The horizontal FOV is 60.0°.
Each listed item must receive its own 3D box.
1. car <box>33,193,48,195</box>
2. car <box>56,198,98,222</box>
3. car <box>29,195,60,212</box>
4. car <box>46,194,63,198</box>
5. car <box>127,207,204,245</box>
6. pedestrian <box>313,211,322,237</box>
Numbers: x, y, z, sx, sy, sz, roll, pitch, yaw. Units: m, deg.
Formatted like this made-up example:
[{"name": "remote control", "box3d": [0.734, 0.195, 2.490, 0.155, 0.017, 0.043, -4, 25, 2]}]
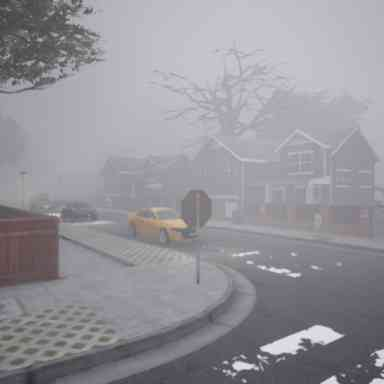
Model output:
[{"name": "car", "box3d": [-23.284, 1.130, 50.901, 2.150, 2.045, 5.566, 0, 0, -36]}, {"name": "car", "box3d": [-9.070, 1.486, 26.605, 1.837, 1.490, 4.892, 0, 0, -36]}, {"name": "car", "box3d": [-16.849, 1.432, 37.307, 2.128, 1.511, 4.902, 0, 0, -36]}, {"name": "car", "box3d": [-17.052, 1.404, 42.445, 1.882, 1.535, 5.008, 0, 0, -35]}, {"name": "car", "box3d": [-1.444, 1.509, 16.155, 1.882, 1.535, 5.008, 0, 0, -36]}, {"name": "pedestrian", "box3d": [6.010, 1.464, 15.875, 0.375, 1.300, 0.375, 0, 0, -36]}]
